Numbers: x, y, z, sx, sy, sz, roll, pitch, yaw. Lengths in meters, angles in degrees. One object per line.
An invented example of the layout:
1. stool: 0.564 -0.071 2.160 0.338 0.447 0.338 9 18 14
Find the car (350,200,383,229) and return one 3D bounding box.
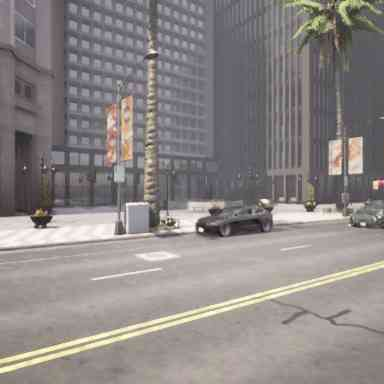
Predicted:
1. car: 12.073 1.335 21.179 4.553 1.767 2.097 0 0 -35

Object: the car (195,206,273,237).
1. car: 2.385 1.504 18.147 4.786 1.482 2.161 0 0 -36
